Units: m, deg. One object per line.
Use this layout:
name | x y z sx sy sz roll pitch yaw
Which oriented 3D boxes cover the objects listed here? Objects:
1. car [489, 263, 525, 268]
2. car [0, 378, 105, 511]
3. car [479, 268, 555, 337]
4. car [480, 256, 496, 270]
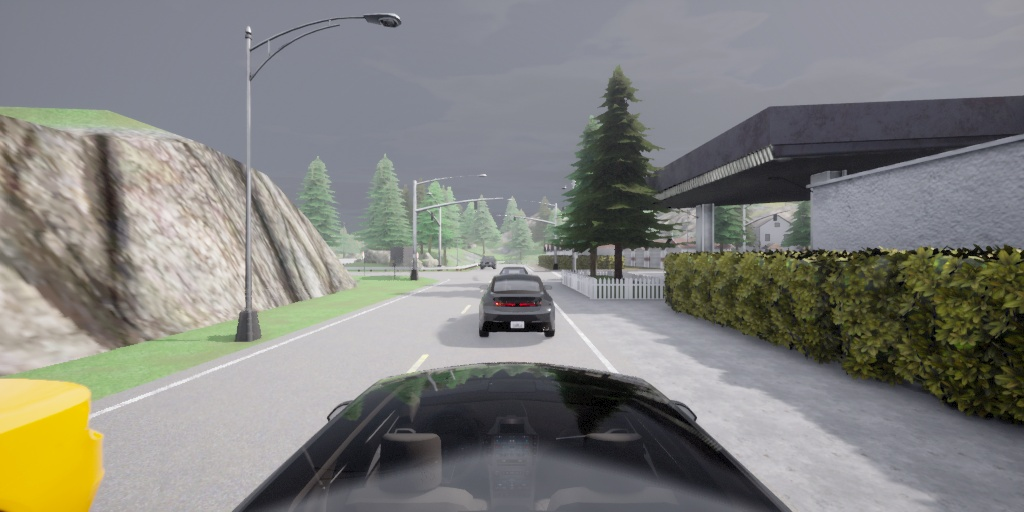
car | 0.115 1.297 19.994 2.033 1.411 5.357 0 0 2
car | -3.603 1.227 0.168 1.882 1.535 5.008 0 0 0
car | 0.120 1.255 10.254 1.837 1.490 4.892 0 0 0
car | -3.479 0.972 52.656 2.150 2.045 5.566 0 0 0
